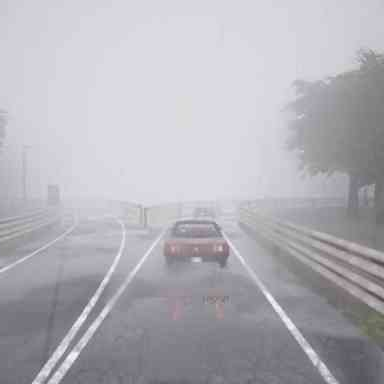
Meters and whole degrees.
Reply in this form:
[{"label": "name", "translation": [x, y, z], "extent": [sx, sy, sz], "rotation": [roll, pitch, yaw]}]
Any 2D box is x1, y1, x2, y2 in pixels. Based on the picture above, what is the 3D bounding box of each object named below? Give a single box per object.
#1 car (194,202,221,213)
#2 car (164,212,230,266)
[{"label": "car", "translation": [1.338, 1.609, 29.262], "extent": [1.812, 1.442, 4.674], "rotation": [-1, 0, 13]}, {"label": "car", "translation": [0.132, 1.619, 11.598], "extent": [1.895, 1.301, 4.718], "rotation": [0, 0, 0]}]
